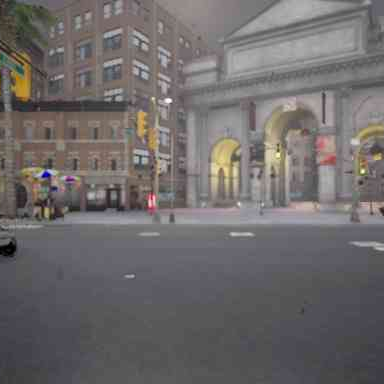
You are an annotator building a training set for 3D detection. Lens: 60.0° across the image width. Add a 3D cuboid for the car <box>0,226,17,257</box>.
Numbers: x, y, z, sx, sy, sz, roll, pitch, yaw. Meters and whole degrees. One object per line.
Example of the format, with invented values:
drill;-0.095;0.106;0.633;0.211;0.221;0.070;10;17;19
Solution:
car;-8.160;1.603;11.903;4.181;1.385;1.994;0;0;33
